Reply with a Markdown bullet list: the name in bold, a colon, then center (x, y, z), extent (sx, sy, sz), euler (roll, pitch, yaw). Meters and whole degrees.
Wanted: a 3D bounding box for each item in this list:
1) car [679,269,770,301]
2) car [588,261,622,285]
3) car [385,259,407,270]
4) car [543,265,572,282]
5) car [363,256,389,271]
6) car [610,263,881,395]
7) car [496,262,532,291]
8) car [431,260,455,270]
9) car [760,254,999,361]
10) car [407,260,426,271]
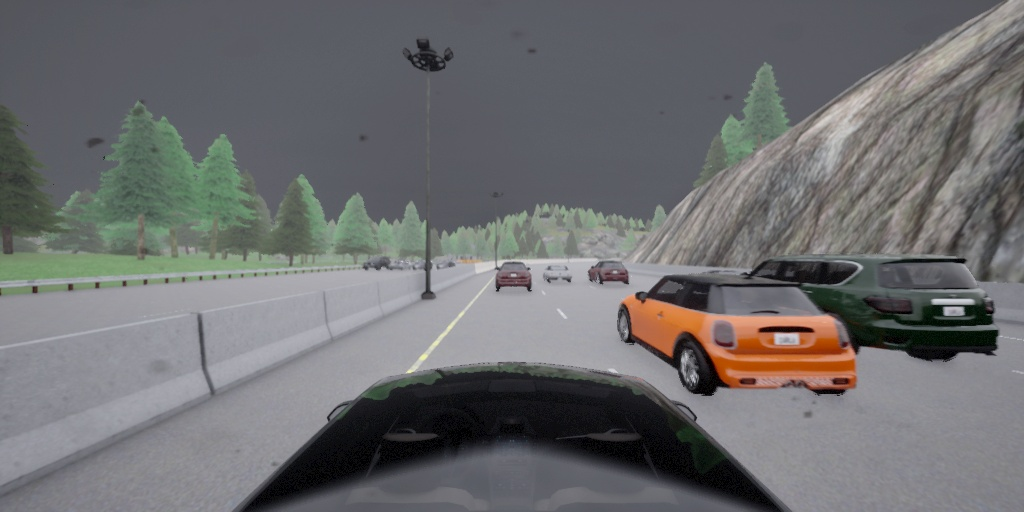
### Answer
- **car**: center (10.596, 1.384, 18.385), extent (1.895, 1.301, 4.718), euler (0, 0, 0)
- **car**: center (7.094, 1.151, 26.803), extent (2.097, 1.767, 4.553), euler (0, 0, 0)
- **car**: center (-16.622, 1.455, 53.418), extent (1.895, 1.301, 4.718), euler (0, 0, 5)
- **car**: center (3.593, 1.406, 29.021), extent (1.895, 1.301, 4.718), euler (0, 0, 0)
- **car**: center (-20.116, 1.074, 53.635), extent (2.150, 2.045, 5.566), euler (0, 0, 5)
- **car**: center (3.598, 1.112, 6.820), extent (2.097, 1.767, 4.553), euler (0, 0, 0)
- **car**: center (0.095, 1.144, 22.519), extent (2.097, 1.767, 4.553), euler (0, 0, 0)
- **car**: center (-9.677, 1.346, 52.480), extent (2.128, 1.511, 4.902), euler (0, 0, 5)
- **car**: center (7.098, 0.985, 8.441), extent (2.150, 2.045, 5.566), euler (0, 0, 0)
- **car**: center (-13.162, 1.346, 52.807), extent (2.128, 1.511, 4.902), euler (0, 0, 5)
